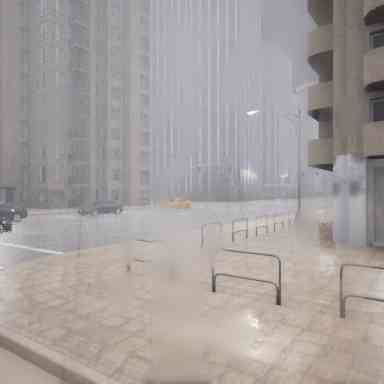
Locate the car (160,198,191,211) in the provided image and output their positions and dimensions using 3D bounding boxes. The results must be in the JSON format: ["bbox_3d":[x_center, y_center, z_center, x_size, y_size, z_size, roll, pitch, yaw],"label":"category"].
[{"bbox_3d":[-2.068,1.533,42.941,1.882,1.535,5.008,0,1,35],"label":"car"}]

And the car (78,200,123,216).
[{"bbox_3d":[-8.994,1.560,32.993,1.837,1.490,4.892,0,0,35],"label":"car"}]

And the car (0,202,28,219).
[{"bbox_3d":[-14.803,1.560,24.622,1.837,1.490,4.892,0,0,36],"label":"car"}]

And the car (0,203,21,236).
[{"bbox_3d":[-11.654,1.558,16.672,1.837,1.490,4.892,1,1,38],"label":"car"}]
